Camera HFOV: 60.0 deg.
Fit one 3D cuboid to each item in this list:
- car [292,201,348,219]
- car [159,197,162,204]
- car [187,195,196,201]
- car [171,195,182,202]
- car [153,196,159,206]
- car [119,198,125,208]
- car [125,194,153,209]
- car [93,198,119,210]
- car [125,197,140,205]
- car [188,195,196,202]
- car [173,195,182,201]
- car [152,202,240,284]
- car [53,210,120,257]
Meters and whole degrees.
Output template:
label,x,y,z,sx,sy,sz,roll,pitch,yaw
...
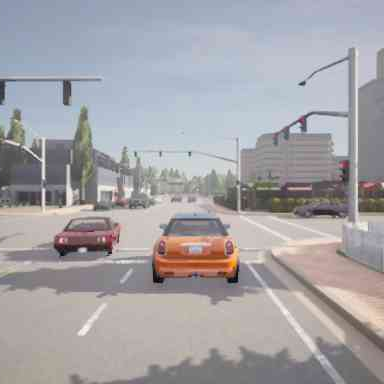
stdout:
label,x,y,z,sx,sy,sz,roll,pitch,yaw
car,11.266,1.495,28.886,4.902,1.511,2.128,0,0,-1
car,-7.011,1.535,65.022,1.812,1.442,4.674,0,0,0
car,-0.014,1.409,81.839,2.128,1.511,4.902,0,0,0
car,-3.512,1.524,71.882,1.812,1.442,4.674,0,0,0
car,-7.081,1.572,54.696,1.994,1.385,4.181,0,0,0
car,-10.594,1.608,49.227,1.895,1.301,4.718,0,0,0
car,-7.103,1.228,45.290,2.150,2.045,5.566,0,0,1
car,-10.605,1.570,40.465,1.994,1.385,4.181,0,0,0
car,-10.556,1.573,59.175,1.994,1.385,4.181,0,0,0
car,-0.012,1.542,71.564,2.033,1.411,5.357,0,0,0
car,-3.514,1.437,81.837,1.994,1.385,4.181,0,0,0
car,0.090,1.354,9.765,2.097,1.767,4.553,0,0,0
car,-3.888,1.603,13.070,1.895,1.301,4.718,0,0,-8
